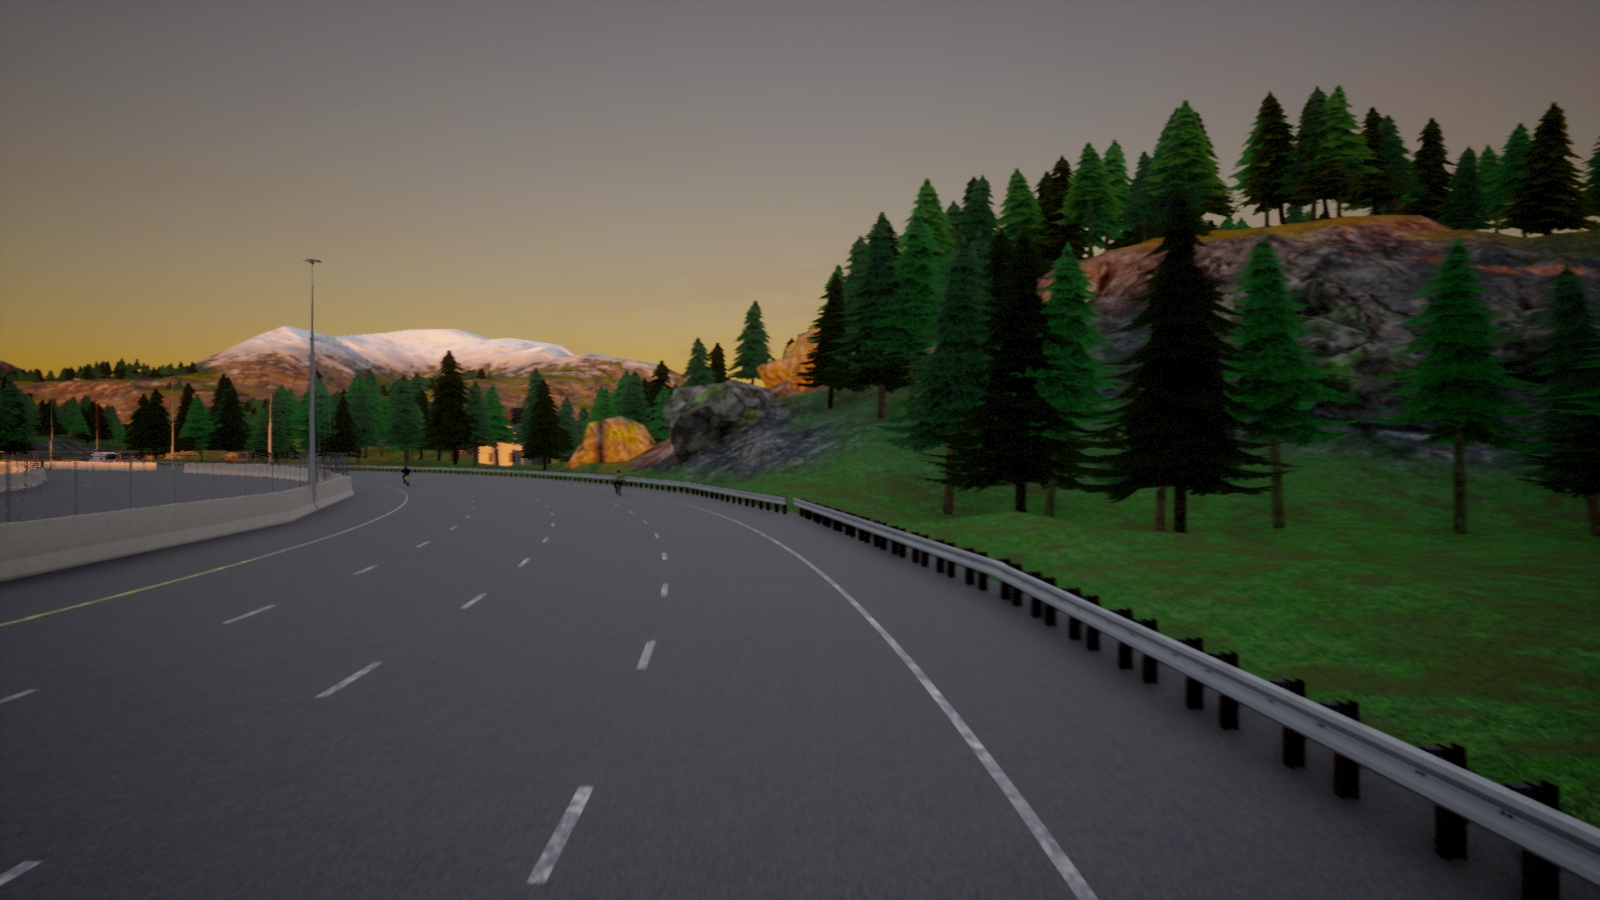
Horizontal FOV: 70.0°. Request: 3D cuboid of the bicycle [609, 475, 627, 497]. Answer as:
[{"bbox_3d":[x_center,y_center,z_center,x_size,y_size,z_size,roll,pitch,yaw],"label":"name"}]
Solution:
[{"bbox_3d":[-11.027,2.160,69.325,0.859,1.295,1.487,0,0,-18],"label":"bicycle"}]
